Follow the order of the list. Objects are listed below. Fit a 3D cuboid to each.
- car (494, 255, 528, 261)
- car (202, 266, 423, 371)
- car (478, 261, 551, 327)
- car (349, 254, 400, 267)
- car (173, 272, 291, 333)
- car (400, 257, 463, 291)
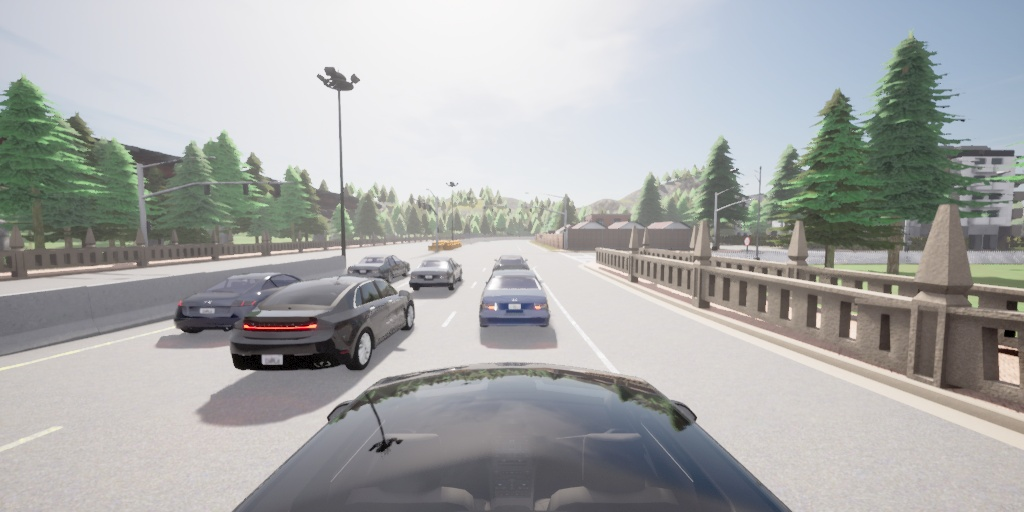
[{"bbox_3d":[-0.050,0.615,19.817,1.994,1.385,4.181,0,3,0],"label":"car"},{"bbox_3d":[-3.442,1.169,7.528,1.837,1.490,4.892,0,2,-1],"label":"car"},{"bbox_3d":[0.037,1.102,10.740,2.033,1.411,5.357,0,2,-1],"label":"car"},{"bbox_3d":[-7.045,0.620,19.384,2.033,1.411,5.357,0,4,-1],"label":"car"},{"bbox_3d":[-6.965,1.143,10.173,1.994,1.385,4.181,0,2,-1],"label":"car"},{"bbox_3d":[-3.512,0.753,17.227,2.033,1.411,5.357,0,4,-2],"label":"car"}]
